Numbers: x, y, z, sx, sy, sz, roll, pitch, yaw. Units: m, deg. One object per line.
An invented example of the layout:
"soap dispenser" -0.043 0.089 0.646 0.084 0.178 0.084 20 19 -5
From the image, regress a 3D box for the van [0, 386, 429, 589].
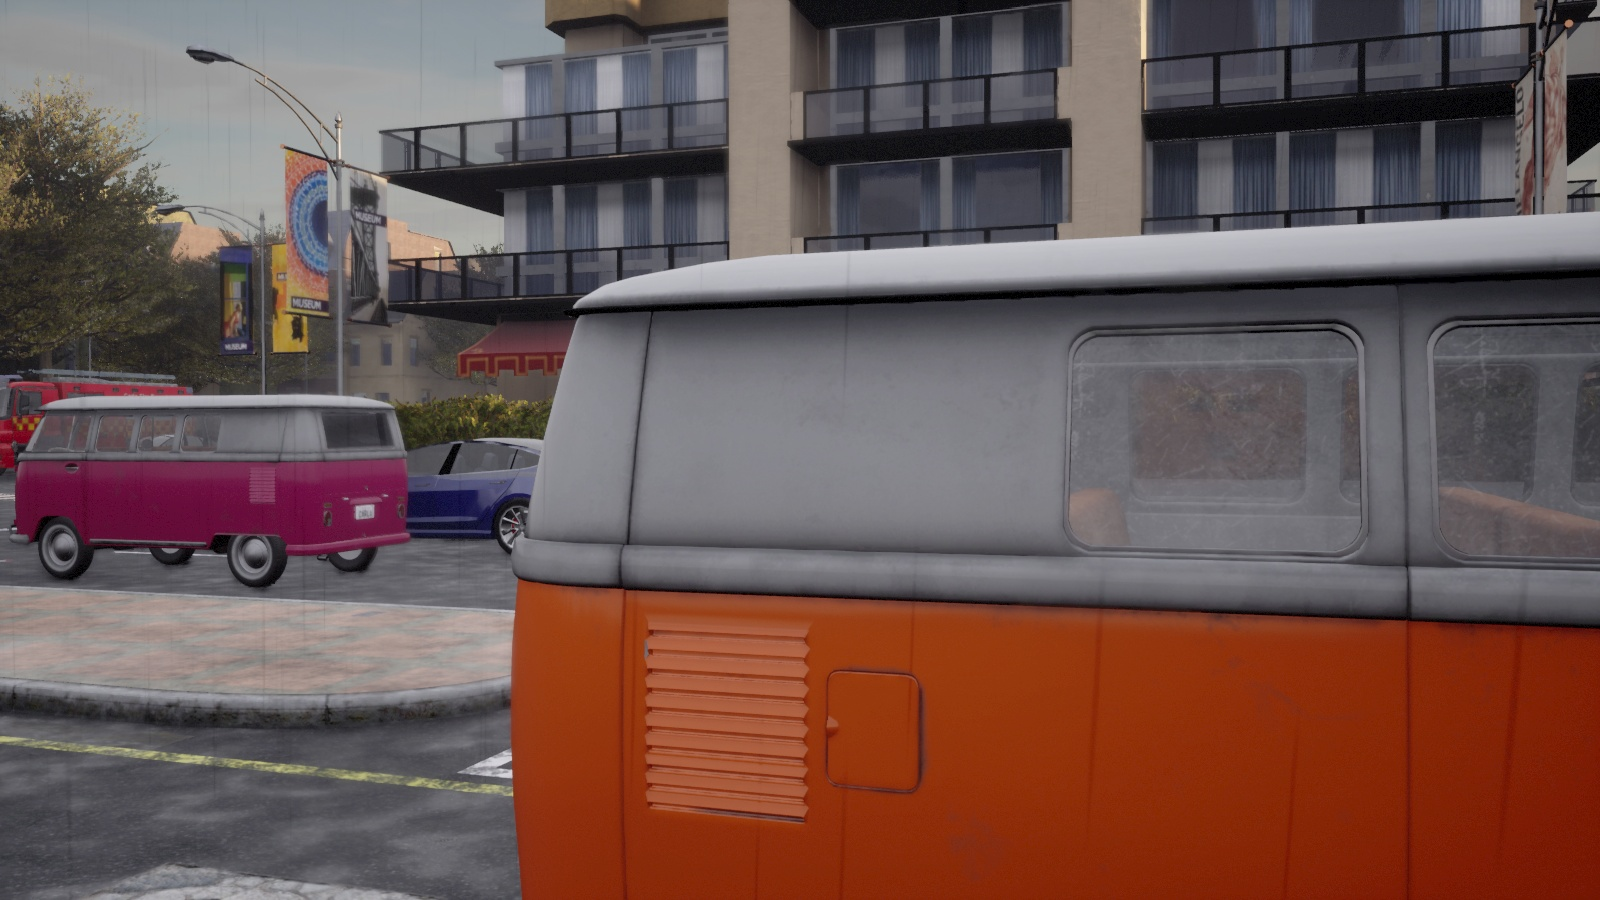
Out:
"van" -6.511 0.334 13.820 4.442 1.987 1.775 1 1 19

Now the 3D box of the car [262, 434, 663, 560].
"car" -4.484 0.540 16.834 4.792 1.488 2.163 1 1 19

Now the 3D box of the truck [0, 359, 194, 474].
"truck" -26.770 -1.180 46.298 2.891 3.827 8.468 1 1 18

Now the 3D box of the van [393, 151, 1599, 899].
"van" 1.570 0.543 2.661 4.442 1.987 1.775 1 1 19
